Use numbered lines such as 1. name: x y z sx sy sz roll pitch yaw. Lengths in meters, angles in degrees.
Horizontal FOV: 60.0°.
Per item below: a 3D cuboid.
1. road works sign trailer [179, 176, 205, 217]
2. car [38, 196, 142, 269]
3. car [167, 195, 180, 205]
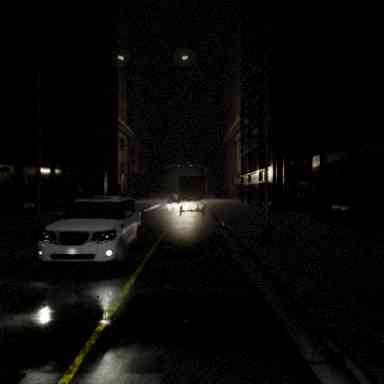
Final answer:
1. road works sign trailer: 0.011 0.341 30.103 2.380 3.560 2.880 0 0 0
2. car: -3.098 1.168 11.364 2.150 2.045 5.566 0 0 0
3. car: -3.037 1.282 55.467 2.128 1.511 4.902 0 0 0
